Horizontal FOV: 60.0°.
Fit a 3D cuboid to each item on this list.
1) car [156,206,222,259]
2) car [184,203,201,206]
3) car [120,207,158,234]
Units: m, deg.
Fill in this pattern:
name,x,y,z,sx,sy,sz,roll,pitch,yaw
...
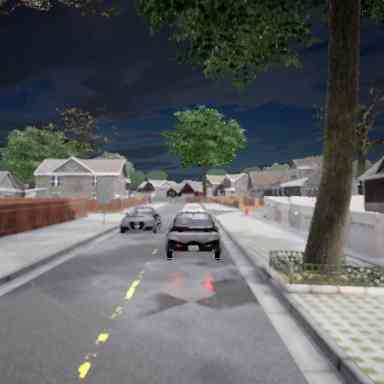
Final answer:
name,x,y,z,sx,sy,sz,roll,pitch,yaw
car,0.061,1.491,12.519,2.128,1.511,4.902,0,0,0
car,0.029,1.548,24.354,1.812,1.442,4.674,0,0,0
car,-2.831,1.573,19.140,1.994,1.385,4.181,0,0,0
